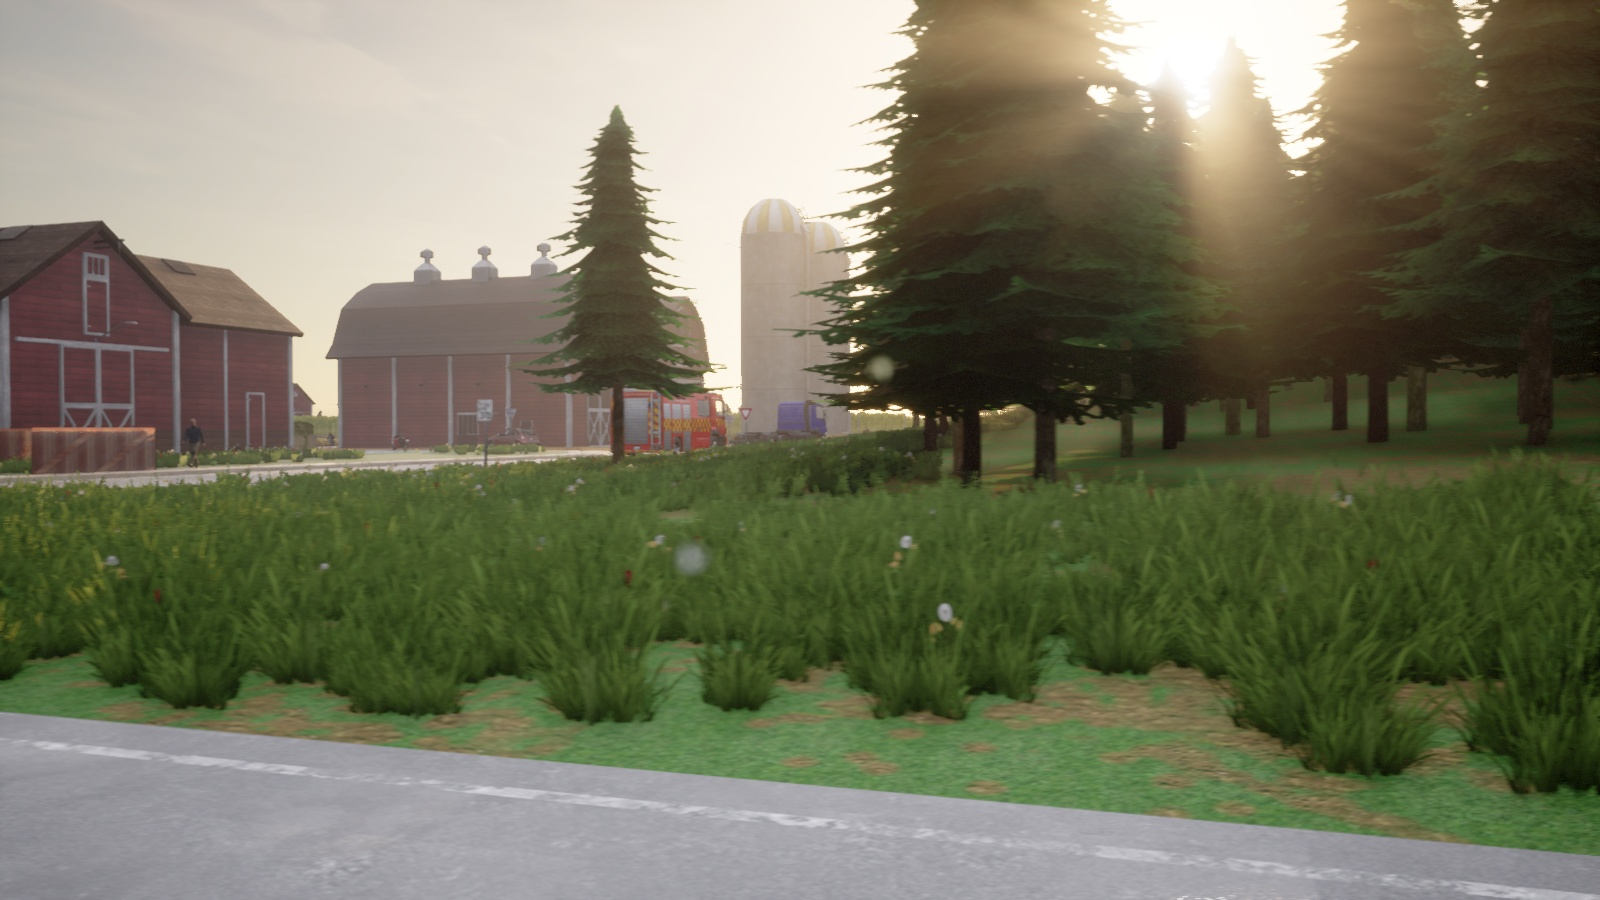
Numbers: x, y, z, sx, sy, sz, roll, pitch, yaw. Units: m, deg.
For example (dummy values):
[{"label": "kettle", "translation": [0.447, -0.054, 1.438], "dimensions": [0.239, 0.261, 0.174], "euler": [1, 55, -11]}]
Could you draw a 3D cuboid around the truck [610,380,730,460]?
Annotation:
[{"label": "truck", "translation": [-6.531, -1.509, 64.676], "dimensions": [2.891, 3.827, 8.468], "euler": [0, 1, 19]}]

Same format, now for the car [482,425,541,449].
[{"label": "car", "translation": [-20.303, -0.919, 88.361], "dimensions": [3.988, 1.617, 1.851], "euler": [1, 1, 35]}]

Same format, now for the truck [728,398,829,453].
[{"label": "truck", "translation": [-1.326, -1.606, 83.403], "dimensions": [2.891, 3.462, 7.936], "euler": [0, 1, 32]}]

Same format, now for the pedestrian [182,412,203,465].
[{"label": "pedestrian", "translation": [-21.528, -0.414, 44.493], "dimensions": [0.402, 1.842, 0.726], "euler": [0, 1, -4]}]
